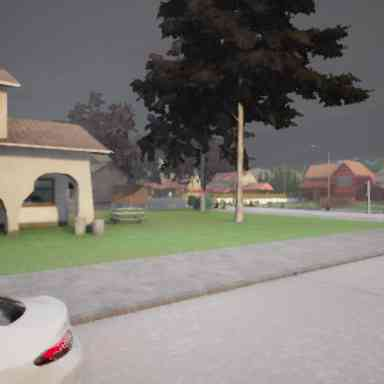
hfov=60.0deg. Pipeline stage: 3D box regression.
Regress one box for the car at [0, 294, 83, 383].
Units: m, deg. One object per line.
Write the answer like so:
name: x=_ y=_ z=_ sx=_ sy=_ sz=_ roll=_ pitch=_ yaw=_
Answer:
car: x=-3.198 y=1.522 z=2.314 sx=4.674 sy=1.442 sz=1.812 roll=0 pitch=0 yaw=-36
